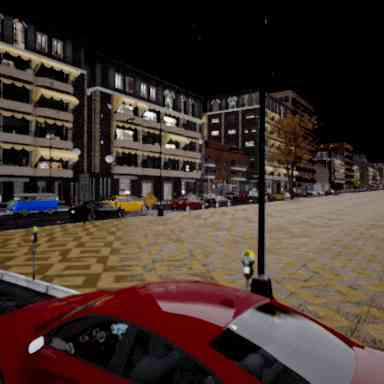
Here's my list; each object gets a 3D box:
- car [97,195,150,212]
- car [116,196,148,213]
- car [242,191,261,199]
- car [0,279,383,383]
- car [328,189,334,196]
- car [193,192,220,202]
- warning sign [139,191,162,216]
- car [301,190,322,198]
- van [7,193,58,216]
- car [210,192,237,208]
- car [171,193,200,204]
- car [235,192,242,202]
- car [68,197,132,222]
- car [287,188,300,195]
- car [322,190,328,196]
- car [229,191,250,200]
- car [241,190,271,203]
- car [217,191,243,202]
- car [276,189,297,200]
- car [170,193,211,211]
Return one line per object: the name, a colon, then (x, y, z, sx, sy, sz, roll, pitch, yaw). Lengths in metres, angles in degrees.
car: (-6.826, 1.114, 33.720, 2.033, 1.411, 5.357, 1, 1, 35)
car: (-6.009, 1.123, 29.339, 1.882, 1.535, 5.008, 1, 1, 35)
car: (11.729, 0.503, 64.972, 1.752, 1.417, 4.829, 2, 2, 35)
car: (-0.318, 1.543, 3.093, 4.507, 1.381, 1.887, 0, 1, 36)
car: (34.589, 0.063, 83.204, 1.967, 1.590, 4.097, 2, 2, 35)
car: (2.298, 0.786, 51.388, 2.008, 1.369, 4.403, 2, 2, 35)
warning sign: (-3.078, 0.838, 24.818, 1.300, 1.860, 1.060, 0, 0, 35)
car: (25.061, 0.430, 69.484, 2.008, 1.369, 4.403, 2, 2, 35)
van: (-13.578, 1.014, 28.509, 1.690, 1.788, 3.998, 2, 2, 35)
car: (2.831, 1.035, 37.460, 2.008, 1.369, 4.403, 2, 2, 35)
car: (-0.877, 0.888, 46.814, 1.947, 1.339, 4.313, 2, 2, 35)
car: (8.906, 0.586, 50.835, 2.097, 1.767, 4.553, 1, 1, 35)
car: (-6.696, 1.314, 23.737, 1.947, 1.339, 4.313, 2, 2, 35)
car: (24.531, -0.052, 83.404, 2.192, 1.841, 5.009, 2, 2, 35)
car: (28.236, 0.345, 74.057, 2.008, 1.369, 4.403, 2, 2, 35)
car: (8.650, 0.628, 60.538, 1.947, 1.339, 4.313, 2, 2, 35)
car: (9.182, 0.861, 46.609, 2.008, 1.369, 4.403, 2, 2, 35)
car: (6.059, 0.693, 52.153, 1.882, 1.535, 5.008, 1, 1, 35)
car: (15.631, 0.660, 55.898, 1.752, 1.417, 4.829, 2, 2, 35)
car: (-0.346, 1.117, 32.885, 1.887, 1.381, 4.507, 2, 2, 35)
